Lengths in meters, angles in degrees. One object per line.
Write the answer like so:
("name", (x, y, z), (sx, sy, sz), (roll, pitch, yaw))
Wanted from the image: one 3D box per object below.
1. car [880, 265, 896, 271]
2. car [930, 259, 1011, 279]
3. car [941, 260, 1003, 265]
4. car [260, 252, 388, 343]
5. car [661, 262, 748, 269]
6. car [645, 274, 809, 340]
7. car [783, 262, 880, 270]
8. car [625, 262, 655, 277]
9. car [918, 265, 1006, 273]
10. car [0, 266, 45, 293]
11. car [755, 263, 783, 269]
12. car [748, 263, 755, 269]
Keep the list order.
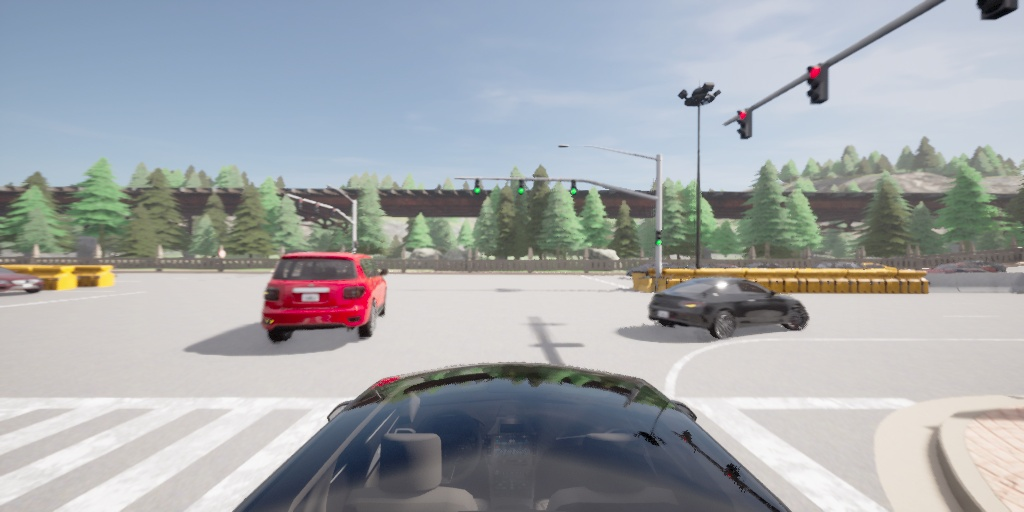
("car", (31.156, 1.362, 31.962), (5.008, 1.535, 1.882), (0, 0, -1))
("car", (41.018, 1.161, 32.128), (4.892, 1.490, 1.837), (-2, 0, -1))
("car", (35.163, 1.319, 28.534), (5.008, 1.535, 1.882), (-1, 0, -1))
("car", (-4.768, 0.937, 9.895), (2.150, 2.045, 5.566), (1, 0, -14))
("car", (12.956, 1.283, 24.675), (5.008, 1.535, 1.882), (0, 0, -1))
("car", (5.920, 1.303, 9.888), (4.674, 1.442, 1.812), (0, -1, -23))
("car", (21.976, 1.208, 24.809), (4.553, 1.767, 2.097), (0, 0, -1))
("car", (12.551, 1.289, 31.669), (4.902, 1.511, 2.128), (0, 0, -1))
("car", (30.962, 1.493, 24.959), (4.718, 1.301, 1.895), (0, 0, -1))
("car", (-25.221, 1.122, 16.931), (4.674, 1.442, 1.812), (0, 0, -1))
("car", (21.966, 1.355, 31.808), (4.892, 1.490, 1.837), (0, 0, -1))
("car", (16.030, 1.346, 28.220), (4.674, 1.442, 1.812), (0, 0, -1))
